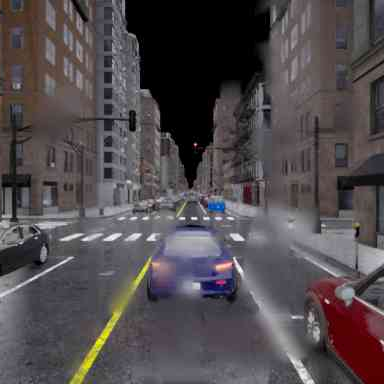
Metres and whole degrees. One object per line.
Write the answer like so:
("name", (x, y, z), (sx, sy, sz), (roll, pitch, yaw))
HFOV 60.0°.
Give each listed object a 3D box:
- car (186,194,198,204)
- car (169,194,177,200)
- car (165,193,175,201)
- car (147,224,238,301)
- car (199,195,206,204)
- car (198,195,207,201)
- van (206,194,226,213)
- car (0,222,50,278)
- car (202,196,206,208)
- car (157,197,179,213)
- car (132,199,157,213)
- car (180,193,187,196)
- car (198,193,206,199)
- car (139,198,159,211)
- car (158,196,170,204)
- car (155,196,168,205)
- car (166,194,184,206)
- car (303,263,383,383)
("car", (0.126, 1.534, 65.820), (2.033, 1.411, 5.357), (0, 0, 0))
("car", (-5.282, 1.406, 92.889), (1.967, 1.590, 4.097), (0, 0, 0))
("car", (-5.295, 1.289, 81.525), (2.192, 1.841, 5.009), (0, 0, 0))
("car", (0.013, 1.525, 8.220), (1.812, 1.442, 4.674), (0, 0, 0))
("car", (2.704, 1.574, 58.795), (1.802, 1.307, 4.206), (0, 0, 0))
("car", (2.737, 1.521, 87.201), (2.008, 1.369, 4.403), (0, 0, 0))
("van", (2.678, 1.338, 36.070), (1.690, 1.788, 3.998), (0, 0, 0))
("car", (-5.378, 1.550, 8.989), (2.008, 1.369, 4.403), (0, 0, 0))
("car", (2.691, 1.578, 47.432), (1.802, 1.307, 4.206), (0, 0, 0))
("car", (-2.809, 1.561, 37.434), (1.994, 1.385, 4.181), (0, 0, 0))
("car", (-5.348, 1.548, 36.071), (2.008, 1.369, 4.403), (0, 0, 0))
("car", (-2.672, 1.397, 69.103), (1.994, 1.385, 4.181), (0, 0, 0))
("car", (2.711, 1.302, 64.477), (2.192, 1.841, 5.009), (0, 0, 0))
("car", (-5.341, 1.541, 41.752), (1.887, 1.381, 4.507), (0, 0, 0))
("car", (-5.314, 1.553, 64.480), (1.947, 1.339, 4.313), (0, 0, 0))
("car", (-5.321, 1.517, 58.628), (1.752, 1.417, 4.829), (0, 0, 0))
("car", (-2.781, 1.498, 53.776), (1.837, 1.490, 4.892), (0, 0, 0))
("car", (2.640, 1.440, 3.470), (1.967, 1.590, 4.097), (0, 0, 0))
